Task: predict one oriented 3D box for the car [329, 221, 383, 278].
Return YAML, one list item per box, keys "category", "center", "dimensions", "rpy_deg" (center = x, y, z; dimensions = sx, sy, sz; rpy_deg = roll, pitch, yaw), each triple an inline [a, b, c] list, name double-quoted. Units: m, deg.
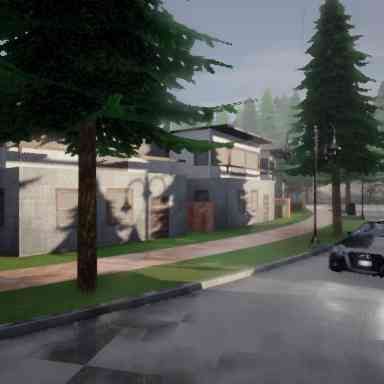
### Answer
- category: "car"
  center: [5.595, 1.563, 9.653]
  dimensions: [1.994, 1.385, 4.181]
  rpy_deg: [0, 0, 42]
